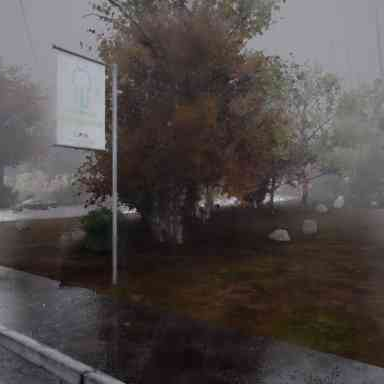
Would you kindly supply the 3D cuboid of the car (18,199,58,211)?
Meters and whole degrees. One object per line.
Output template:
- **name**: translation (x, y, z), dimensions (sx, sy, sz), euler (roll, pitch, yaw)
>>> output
- **car**: translation (-19.194, 1.556, 41.565), dimensions (1.994, 1.385, 4.181), euler (0, 0, 39)

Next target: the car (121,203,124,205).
- **car**: translation (-10.626, 1.447, 52.546), dimensions (1.837, 1.490, 4.892), euler (0, 1, 37)

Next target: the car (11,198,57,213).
- **car**: translation (-17.834, 1.499, 37.669), dimensions (1.837, 1.490, 4.892), euler (0, 0, 39)
